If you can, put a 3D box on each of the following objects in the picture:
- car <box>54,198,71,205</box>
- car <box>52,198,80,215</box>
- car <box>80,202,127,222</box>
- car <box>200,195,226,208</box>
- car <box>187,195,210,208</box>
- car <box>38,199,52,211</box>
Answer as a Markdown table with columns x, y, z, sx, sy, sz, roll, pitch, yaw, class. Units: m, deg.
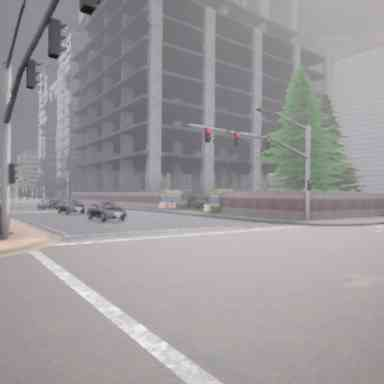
| x | y | z | sx | sy | sz | roll | pitch | yaw | class |
| --- | --- | --- | --- | --- | --- | --- | --- | --- | --- |
| -24.776 | 1.750 | 63.731 | 1.895 | 1.301 | 4.718 | 1 | 0 | -36 | car |
| -12.497 | 1.555 | 34.524 | 2.128 | 1.511 | 4.902 | 1 | 0 | -36 | car |
| -6.937 | 1.555 | 26.849 | 2.128 | 1.511 | 4.902 | 1 | 0 | -36 | car |
| 3.268 | 1.507 | 52.176 | 1.905 | 1.878 | 3.866 | 1 | 0 | -36 | car |
| 0.877 | 1.472 | 50.464 | 1.905 | 1.878 | 3.866 | 1 | 0 | -36 | car |
| -18.382 | 1.628 | 42.660 | 1.994 | 1.385 | 4.181 | 1 | 0 | -36 | car |
